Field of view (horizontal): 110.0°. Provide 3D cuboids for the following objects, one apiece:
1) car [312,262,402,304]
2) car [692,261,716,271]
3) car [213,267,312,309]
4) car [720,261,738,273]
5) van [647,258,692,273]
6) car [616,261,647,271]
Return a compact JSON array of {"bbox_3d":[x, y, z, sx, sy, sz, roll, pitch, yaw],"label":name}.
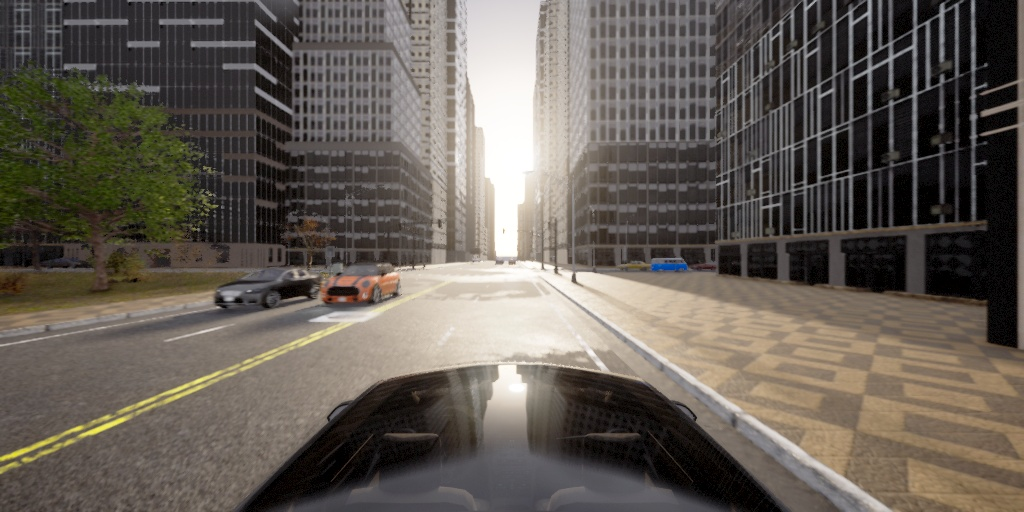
[{"bbox_3d":[-6.595,1.099,16.183,2.097,1.767,4.553,0,0,0],"label":"car"},{"bbox_3d":[26.927,1.384,49.665,4.207,1.307,1.802,0,0,2],"label":"car"},{"bbox_3d":[-9.847,1.240,14.948,2.128,1.511,4.902,0,0,0],"label":"car"},{"bbox_3d":[26.641,1.243,41.790,4.097,1.591,1.967,0,0,2],"label":"car"},{"bbox_3d":[18.362,1.138,41.979,3.998,1.789,1.690,0,0,2],"label":"van"},{"bbox_3d":[17.093,1.322,50.151,4.829,1.417,1.751,0,0,2],"label":"car"}]
